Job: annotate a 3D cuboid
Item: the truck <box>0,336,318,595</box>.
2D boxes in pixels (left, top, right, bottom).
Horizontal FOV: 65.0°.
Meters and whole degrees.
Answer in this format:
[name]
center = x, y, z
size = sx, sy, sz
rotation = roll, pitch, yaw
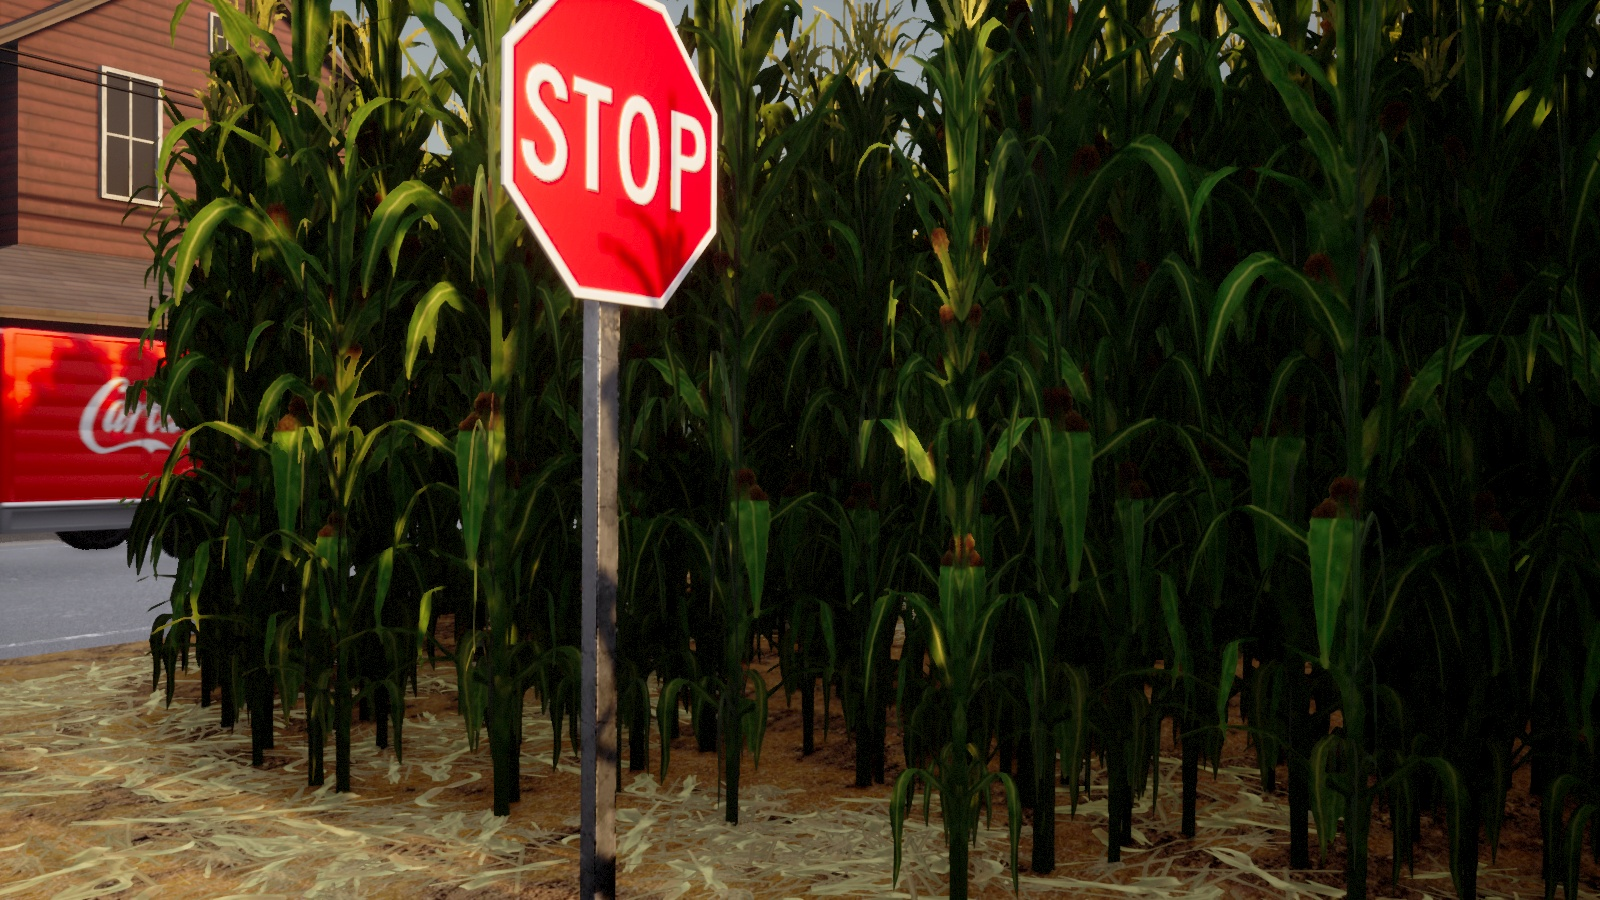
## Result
[truck]
center = -8.252, 0.149, 13.457
size = 2.627, 2.467, 5.204
rotation = 0, 0, 33
